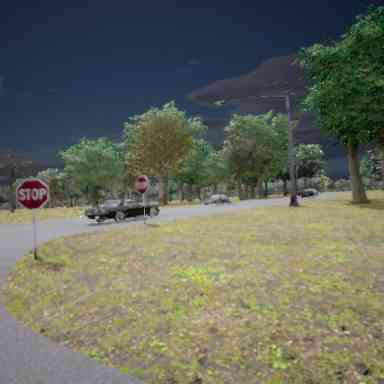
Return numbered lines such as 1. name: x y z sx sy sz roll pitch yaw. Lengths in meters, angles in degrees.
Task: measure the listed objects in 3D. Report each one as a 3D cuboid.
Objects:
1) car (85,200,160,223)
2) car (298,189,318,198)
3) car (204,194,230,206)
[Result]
1. car: -4.053 1.108 20.369 1.895 1.301 4.718 -4 -1 34
2. car: 19.786 0.190 55.745 1.882 1.535 5.008 -4 -1 30
3. car: 3.375 1.026 43.570 1.812 1.442 4.674 -4 -1 34
